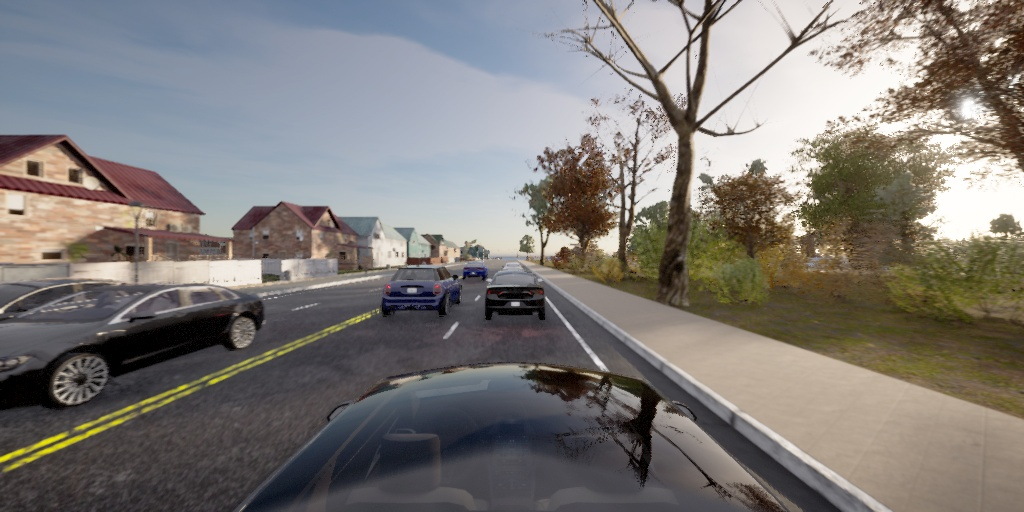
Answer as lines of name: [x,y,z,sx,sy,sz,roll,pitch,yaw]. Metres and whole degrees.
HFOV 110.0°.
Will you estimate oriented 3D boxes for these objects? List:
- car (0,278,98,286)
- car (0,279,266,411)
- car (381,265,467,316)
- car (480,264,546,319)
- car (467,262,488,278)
car: [-9.848,1.256,7.335,1.837,1.490,4.892,0,0,0]
car: [-6.598,1.242,6.232,2.128,1.511,4.902,0,0,0]
car: [-3.150,1.105,13.417,2.097,1.767,4.553,0,0,0]
car: [0.100,1.230,12.804,1.882,1.535,5.008,0,0,0]
car: [-3.152,1.242,31.647,1.882,1.535,5.008,0,0,0]
